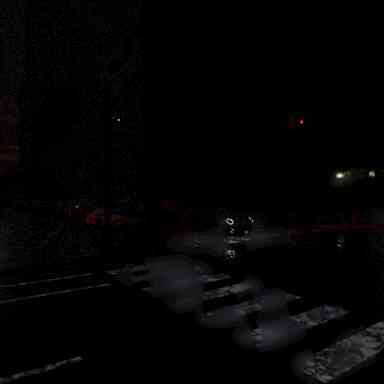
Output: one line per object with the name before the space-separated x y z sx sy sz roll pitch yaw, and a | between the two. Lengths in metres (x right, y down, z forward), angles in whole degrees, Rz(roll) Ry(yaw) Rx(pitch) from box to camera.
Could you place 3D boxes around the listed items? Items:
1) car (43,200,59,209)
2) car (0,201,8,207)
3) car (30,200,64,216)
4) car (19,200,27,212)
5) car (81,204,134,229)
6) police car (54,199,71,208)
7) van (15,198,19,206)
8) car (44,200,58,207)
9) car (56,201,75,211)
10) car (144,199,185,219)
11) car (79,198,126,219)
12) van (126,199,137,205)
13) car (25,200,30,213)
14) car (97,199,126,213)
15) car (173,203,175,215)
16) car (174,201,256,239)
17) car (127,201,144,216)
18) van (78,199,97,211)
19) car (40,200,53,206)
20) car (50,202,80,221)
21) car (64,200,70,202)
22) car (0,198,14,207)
car | -26.892 2.386 63.510 1.837 1.490 4.892 0 -1 -35
car | -44.407 2.769 78.040 1.802 1.307 4.206 -1 0 -35
car | -17.717 1.900 40.436 2.192 1.841 5.009 -1 0 -35
car | -23.370 2.156 48.403 1.967 1.590 4.097 -1 0 -35
car | -6.301 1.842 24.361 1.752 1.417 4.829 -1 0 -35
police car | -25.465 2.305 65.416 1.930 1.638 5.238 0 -1 -35
van | -26.201 2.122 52.387 1.690 1.788 3.998 -1 0 -35
car | -31.736 2.593 74.919 1.947 1.339 4.313 -1 0 -35
car | -21.140 2.313 55.399 1.994 1.385 4.181 0 -1 -35
car | -2.384 1.667 33.579 2.192 1.841 5.009 -1 0 -35
car | -8.889 1.642 32.625 2.150 2.045 5.566 0 -1 -35
van | -8.264 1.831 41.882 1.690 1.788 3.998 -1 0 -35
car | -20.540 2.195 44.419 1.887 1.381 4.507 -1 0 -35
car | -11.204 1.874 46.033 2.192 1.841 5.009 -1 0 -35
car | 0.561 1.827 29.427 1.887 1.381 4.507 -1 0 -35
car | 1.348 1.512 18.488 2.097 1.767 4.553 0 -1 -38
car | -5.318 2.003 37.730 1.802 1.307 4.206 -1 0 -35
van | -17.084 2.036 54.336 1.690 1.788 3.998 -1 0 -35
car | -34.749 2.658 79.162 1.947 1.339 4.313 -1 0 -35
car | -12.055 2.003 32.467 2.008 1.369 4.403 -1 0 -35
car | -16.248 1.942 43.028 2.097 1.767 4.553 0 -1 -35
car | -41.296 2.665 73.656 1.887 1.381 4.507 -1 0 -35
